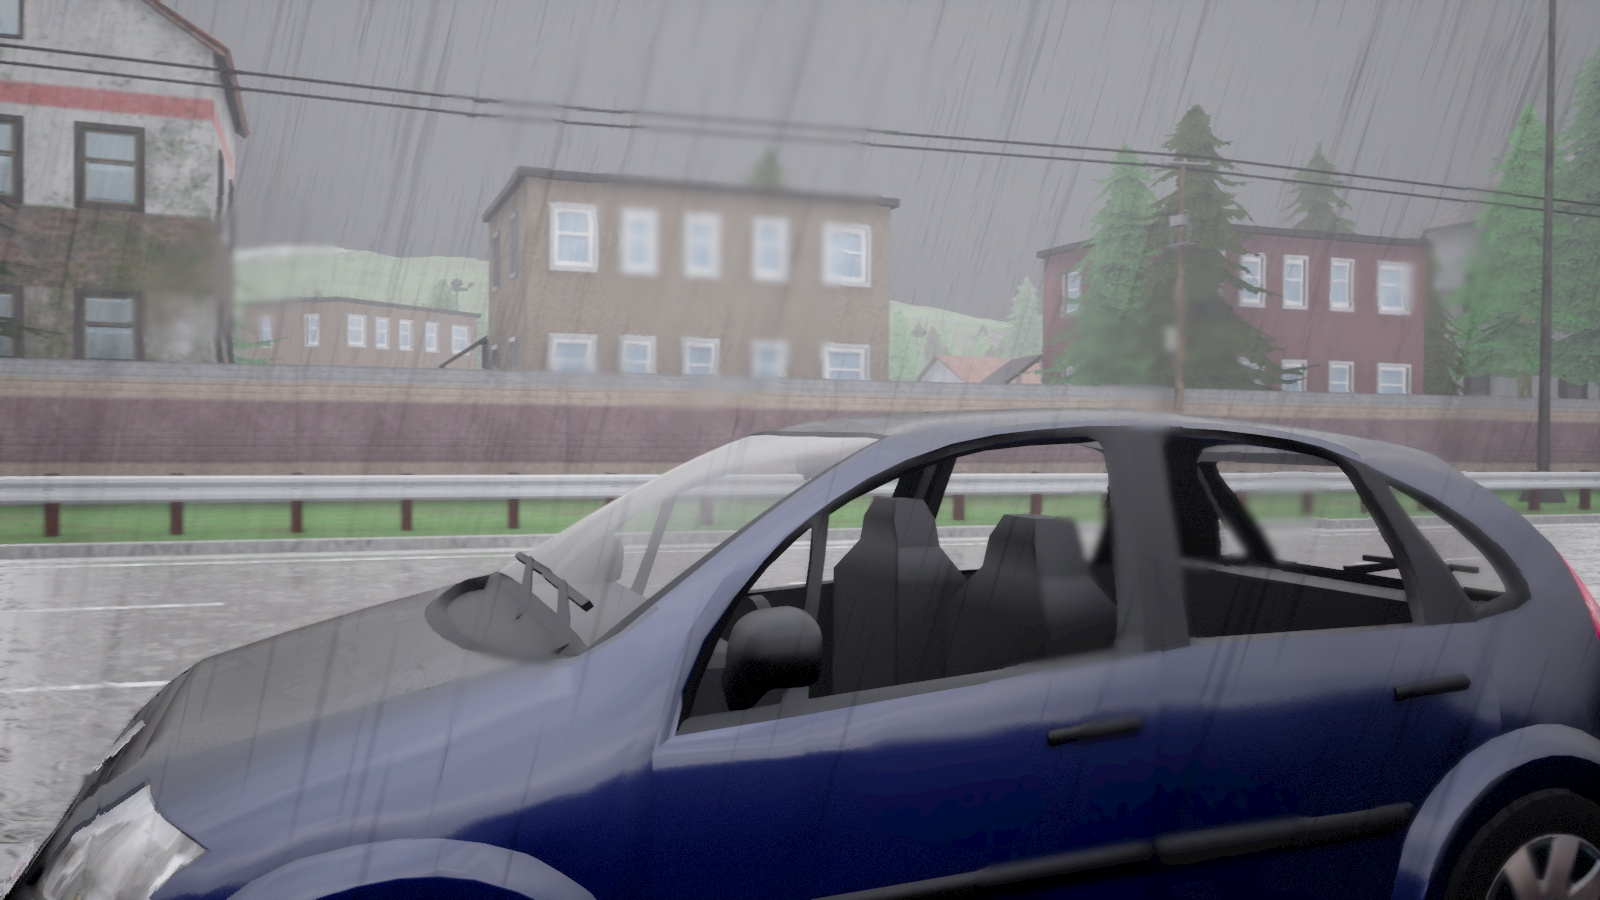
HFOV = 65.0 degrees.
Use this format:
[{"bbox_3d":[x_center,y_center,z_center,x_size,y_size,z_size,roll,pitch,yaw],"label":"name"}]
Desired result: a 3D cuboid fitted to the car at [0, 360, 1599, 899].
[{"bbox_3d":[0.237,0.639,3.328,3.988,1.617,1.851,-1,1,-21],"label":"car"}]
